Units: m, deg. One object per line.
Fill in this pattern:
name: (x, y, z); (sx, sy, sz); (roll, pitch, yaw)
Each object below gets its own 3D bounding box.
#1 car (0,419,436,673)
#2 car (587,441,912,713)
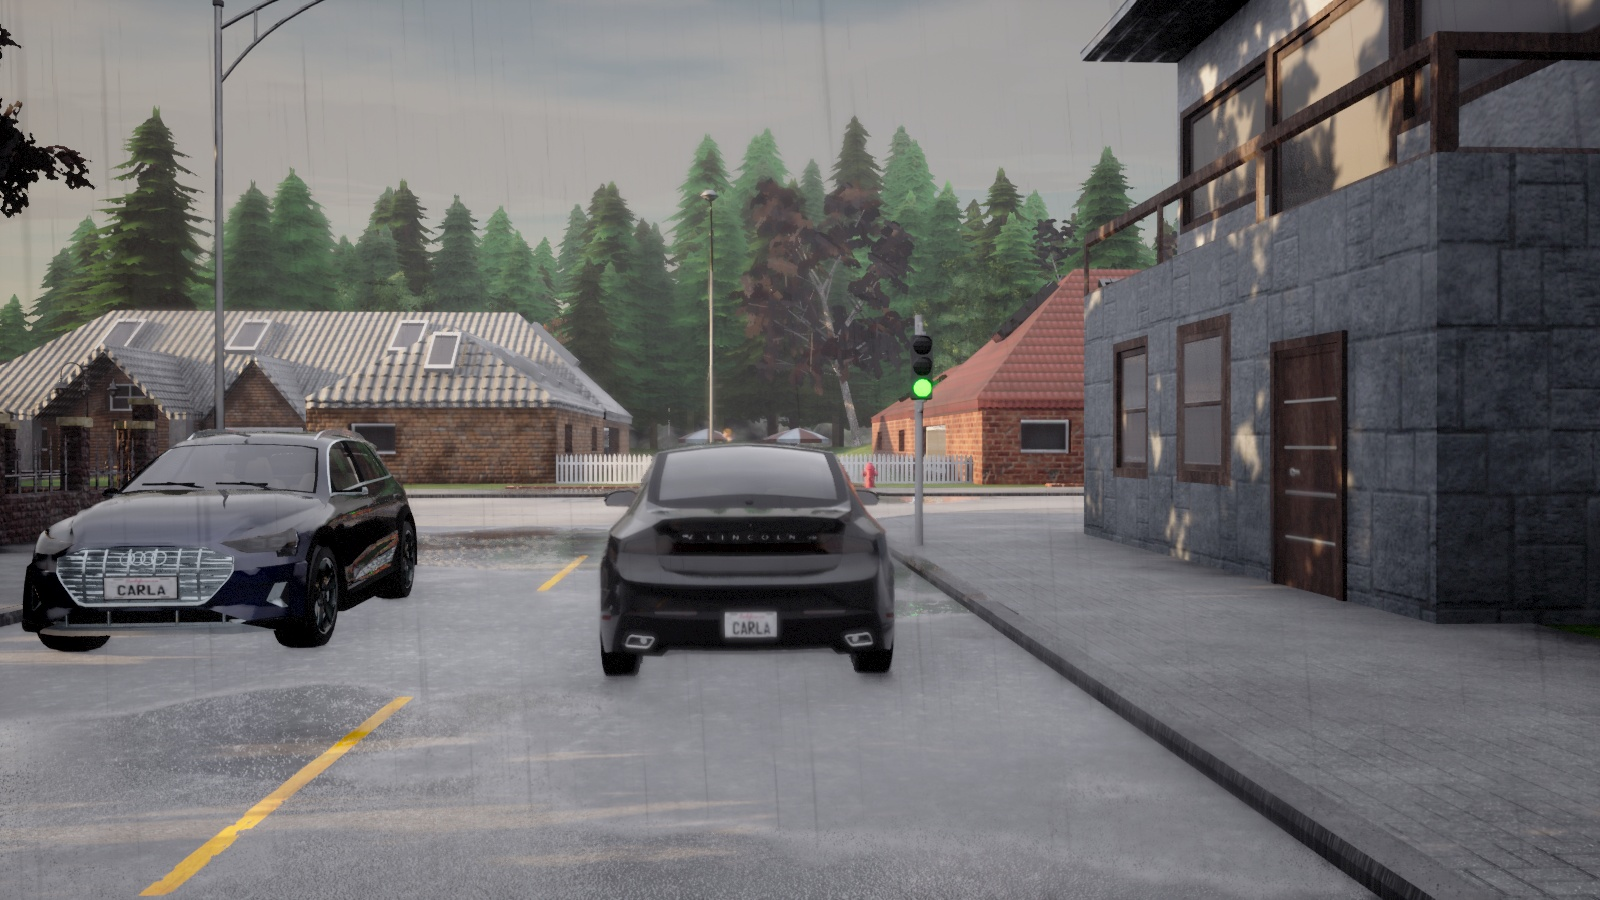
car: (-4.586, 0.613, 10.674); (2.033, 1.649, 4.856); (0, 0, -6)
car: (-0.427, 0.699, 9.555); (1.837, 1.490, 4.892); (0, 1, -3)
